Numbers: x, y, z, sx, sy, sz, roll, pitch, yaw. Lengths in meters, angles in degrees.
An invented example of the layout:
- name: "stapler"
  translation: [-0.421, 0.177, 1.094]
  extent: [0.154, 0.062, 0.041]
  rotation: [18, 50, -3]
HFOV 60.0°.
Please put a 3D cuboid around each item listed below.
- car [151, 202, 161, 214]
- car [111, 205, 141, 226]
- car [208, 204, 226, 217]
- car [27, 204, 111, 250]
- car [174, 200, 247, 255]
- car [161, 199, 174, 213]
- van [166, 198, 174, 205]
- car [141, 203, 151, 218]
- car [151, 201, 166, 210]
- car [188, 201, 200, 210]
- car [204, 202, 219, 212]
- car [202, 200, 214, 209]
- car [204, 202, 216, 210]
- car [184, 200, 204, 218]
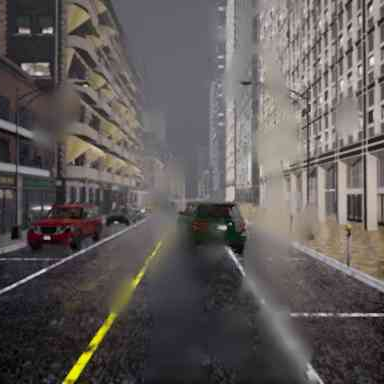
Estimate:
- name: "car"
  translation: [-5.532, 2.071, 43.542]
  extent: [1.752, 1.417, 4.829]
  rotation: [0, -1, 0]
- name: "car"
  translation: [-5.594, 1.898, 26.767]
  extent: [1.947, 1.339, 4.313]
  rotation: [0, -1, 0]
- name: "car"
  translation: [2.827, 2.058, 38.032]
  extent: [1.802, 1.307, 4.206]
  rotation: [0, -1, 0]
- name: "car"
  translation: [-5.636, 1.507, 15.474]
  extent: [2.192, 1.841, 5.009]
  rotation: [0, -1, 0]
- name: "car"
  translation: [0.686, 1.402, 14.459]
  extent: [2.150, 2.045, 5.566]
  rotation: [0, -1, -9]
- name: "car"
  translation: [-2.915, 2.070, 44.972]
  extent: [1.837, 1.490, 4.892]
  rotation: [0, -1, 1]
- name: "van"
  translation: [-5.386, 2.408, 83.251]
  extent: [1.690, 1.788, 3.998]
  rotation: [0, -1, 0]
- name: "car"
  translation: [-5.573, 1.954, 32.415]
  extent: [2.008, 1.369, 4.403]
  rotation: [0, -1, 0]
- name: "car"
  translation: [-5.490, 2.240, 55.008]
  extent: [1.887, 1.381, 4.507]
  rotation: [0, -1, 0]
- name: "car"
  translation: [0.313, 2.290, 58.514]
  extent: [2.033, 1.411, 5.357]
  rotation: [0, -1, 0]
- name: "car"
  translation: [2.869, 2.188, 49.328]
  extent: [1.947, 1.339, 4.313]
  rotation: [0, -1, 0]
- name: "car"
  translation: [2.911, 2.211, 60.626]
  extent: [1.967, 1.590, 4.097]
  rotation: [0, -1, 0]
- name: "car"
  translation: [2.890, 2.278, 54.977]
  extent: [1.802, 1.307, 4.206]
  rotation: [0, -1, 0]
- name: "car"
  translation: [0.228, 1.804, 36.274]
  extent: [2.097, 1.767, 4.553]
  rotation: [0, -1, 0]
